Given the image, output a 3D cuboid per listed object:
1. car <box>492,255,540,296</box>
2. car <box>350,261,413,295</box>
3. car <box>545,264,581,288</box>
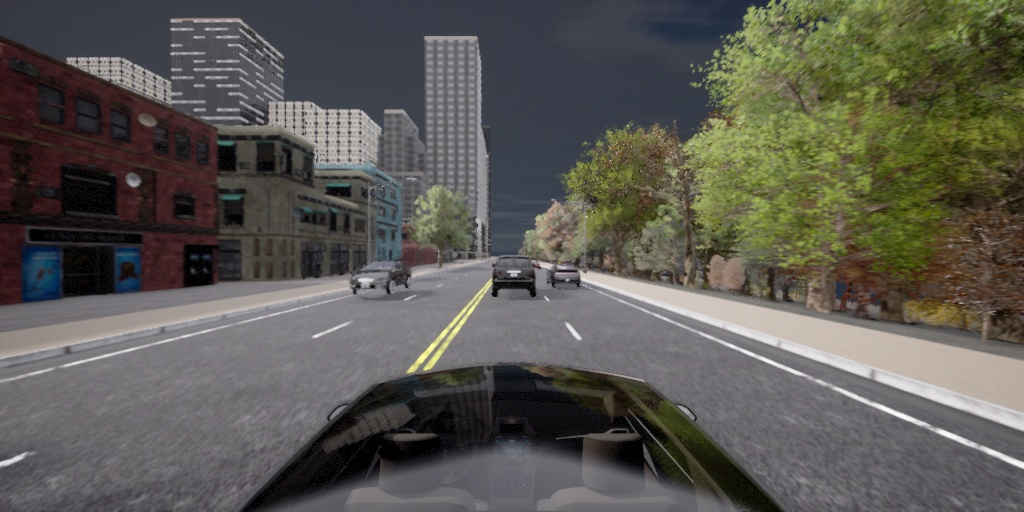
[{"bbox_3d":[0.094,0.976,19.436,2.150,2.045,5.566,0,0,0],"label":"car"},{"bbox_3d":[-6.505,0.997,18.332,2.128,1.511,4.902,0,0,0],"label":"car"},{"bbox_3d":[3.343,1.247,23.968,2.128,1.511,4.902,0,0,0],"label":"car"}]
